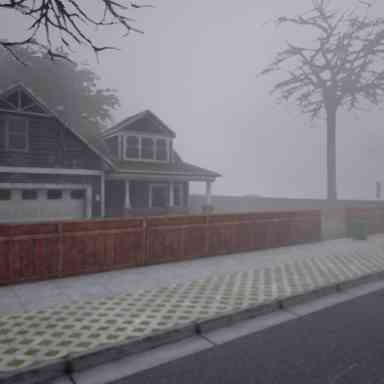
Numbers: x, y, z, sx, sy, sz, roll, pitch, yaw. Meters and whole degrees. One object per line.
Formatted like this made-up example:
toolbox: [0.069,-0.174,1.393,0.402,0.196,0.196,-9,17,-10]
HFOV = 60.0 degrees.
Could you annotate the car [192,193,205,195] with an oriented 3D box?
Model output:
car: [0.821,0.958,53.998,1.837,1.490,4.892,0,1,-35]

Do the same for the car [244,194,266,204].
car: [7.903,1.059,39.335,2.097,1.767,4.553,0,1,-36]
